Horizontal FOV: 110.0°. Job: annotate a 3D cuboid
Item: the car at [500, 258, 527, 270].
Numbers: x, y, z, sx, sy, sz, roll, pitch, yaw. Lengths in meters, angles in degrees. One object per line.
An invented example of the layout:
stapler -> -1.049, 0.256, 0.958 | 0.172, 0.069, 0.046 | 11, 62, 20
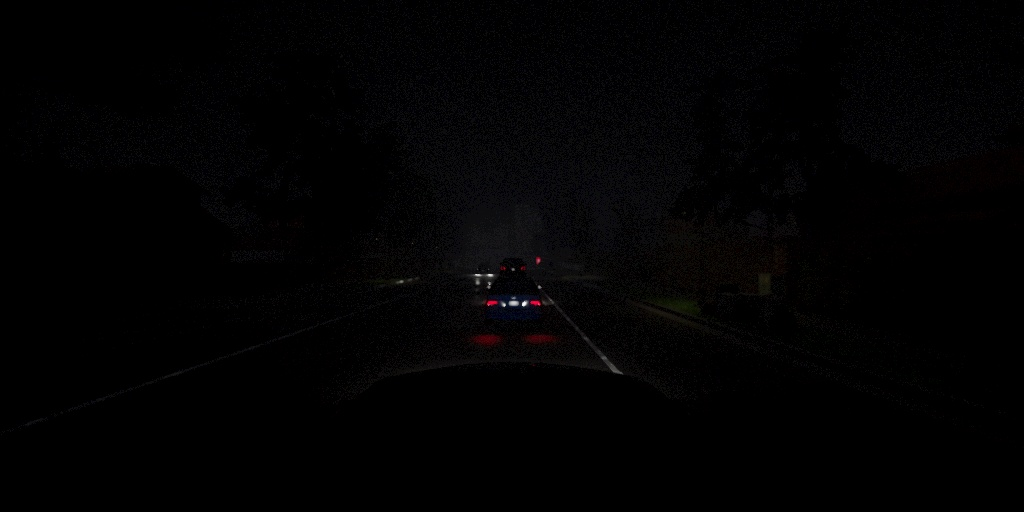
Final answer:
car -> 0.097, 1.191, 31.379 | 2.150, 2.045, 5.566 | 0, -1, 0

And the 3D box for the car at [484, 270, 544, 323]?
car -> 0.069, 1.379, 12.473 | 2.033, 1.411, 5.357 | 0, 0, 0

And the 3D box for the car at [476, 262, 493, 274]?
car -> -3.568, 1.551, 46.675 | 1.837, 1.490, 4.892 | 0, 0, 0
